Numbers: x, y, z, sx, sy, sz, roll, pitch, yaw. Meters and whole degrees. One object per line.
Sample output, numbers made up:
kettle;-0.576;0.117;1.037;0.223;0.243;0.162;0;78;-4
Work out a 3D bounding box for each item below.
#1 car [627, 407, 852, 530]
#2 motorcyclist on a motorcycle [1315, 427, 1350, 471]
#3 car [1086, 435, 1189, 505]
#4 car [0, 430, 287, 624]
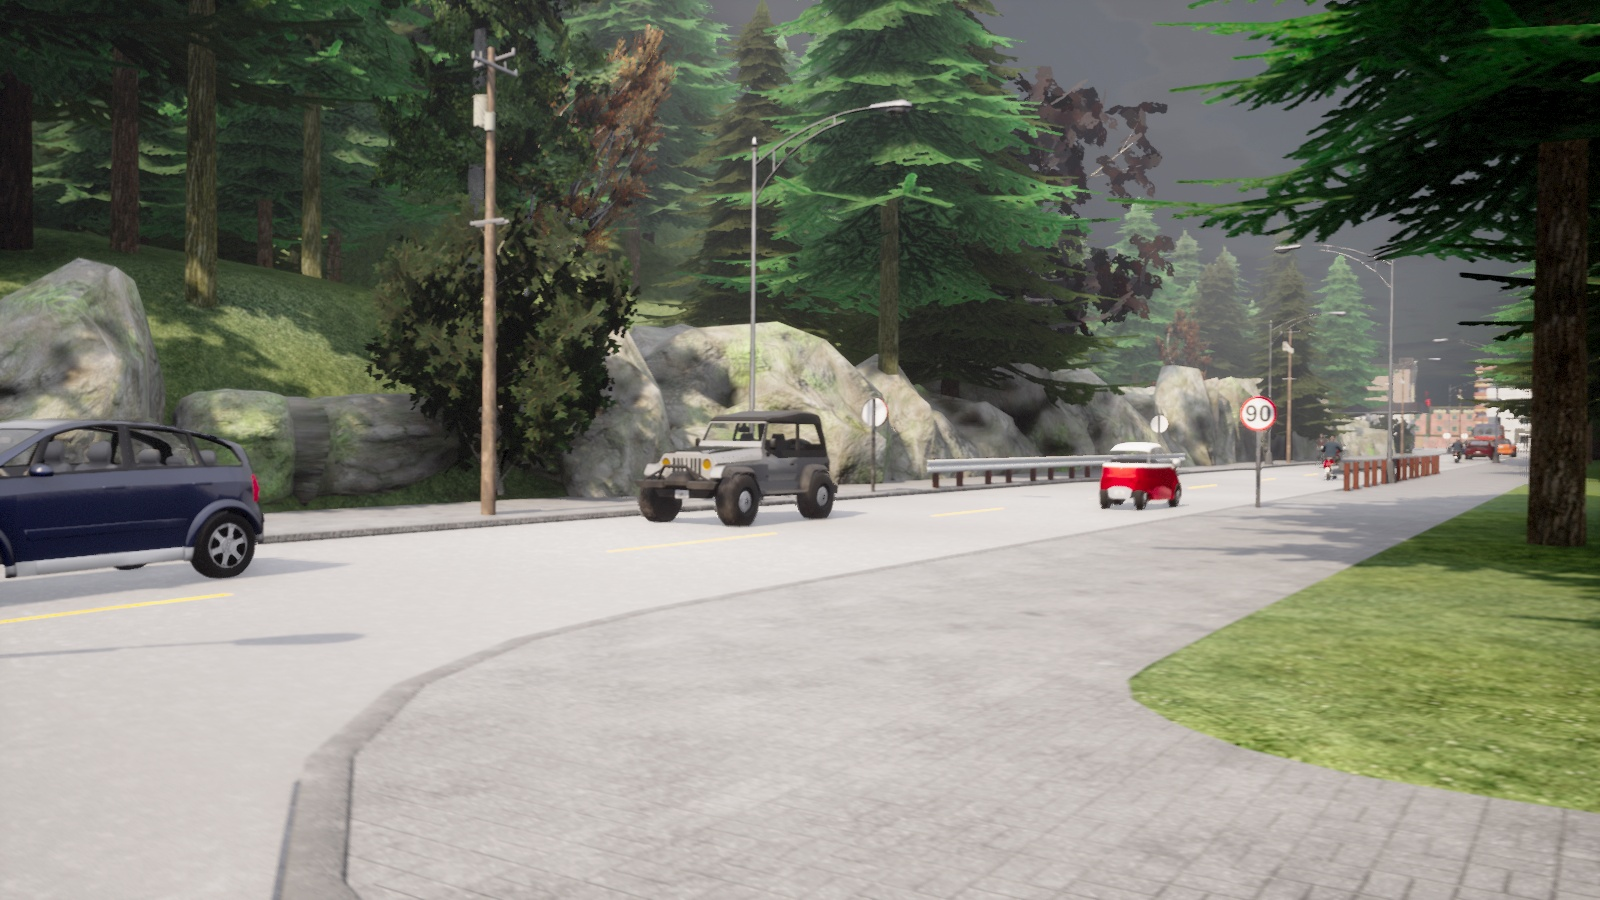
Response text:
car;-0.923;0.267;21.305;1.905;1.878;3.866;0;1;33
motorcyclist on a motorcycle;19.275;-0.045;45.446;0.866;1.590;1.817;0;1;33
car;7.132;0.394;26.471;1.481;1.376;2.207;0;1;33
car;-6.857;0.618;11.501;1.789;1.549;3.705;0;1;26
